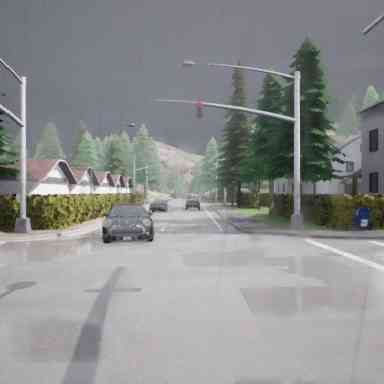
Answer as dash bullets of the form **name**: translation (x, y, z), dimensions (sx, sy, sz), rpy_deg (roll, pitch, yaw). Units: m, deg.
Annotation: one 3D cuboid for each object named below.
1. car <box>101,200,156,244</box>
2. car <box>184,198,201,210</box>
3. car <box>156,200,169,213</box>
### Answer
- **car**: translation (-2.952, 1.304, 15.466), dimensions (2.097, 1.767, 4.553), rpy_deg (-1, -1, -9)
- **car**: translation (0.100, 1.519, 43.289), dimensions (1.837, 1.490, 4.892), rpy_deg (0, 0, 0)
- **car**: translation (-3.590, 1.559, 36.662), dimensions (2.033, 1.411, 5.357), rpy_deg (0, 0, 0)
